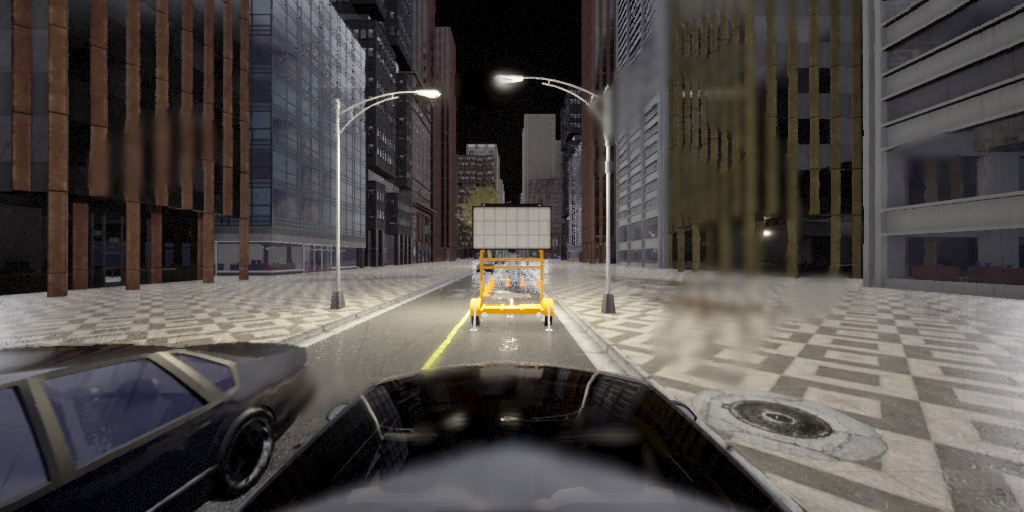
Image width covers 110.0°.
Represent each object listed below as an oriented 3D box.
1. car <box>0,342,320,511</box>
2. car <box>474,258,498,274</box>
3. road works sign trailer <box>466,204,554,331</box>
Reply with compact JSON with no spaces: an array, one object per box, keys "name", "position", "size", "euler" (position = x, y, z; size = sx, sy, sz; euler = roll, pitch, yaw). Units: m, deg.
[{"name":"car","position":[-3.101,1.297,1.705],"size":[2.033,1.411,5.357],"euler":[0,0,0]},{"name":"car","position":[-3.132,1.306,42.186],"size":[2.033,1.411,5.357],"euler":[0,0,0]},{"name":"road works sign trailer","position":[-0.007,0.215,10.981],"size":[2.380,3.560,2.880],"euler":[0,0,0]}]
